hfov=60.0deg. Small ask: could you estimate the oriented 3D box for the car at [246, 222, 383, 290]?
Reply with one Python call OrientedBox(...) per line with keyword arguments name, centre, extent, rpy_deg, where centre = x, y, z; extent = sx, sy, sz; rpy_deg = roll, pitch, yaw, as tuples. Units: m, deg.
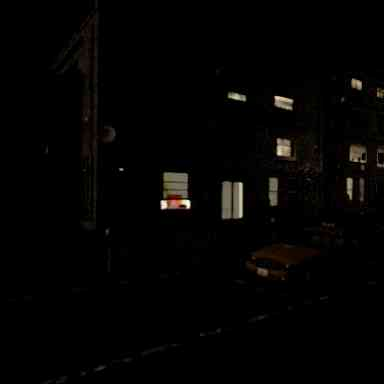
OrientedBox(name="car", centre=(3.607, 1.542, 9.116), extent=(4.829, 1.417, 1.752), rpy_deg=(0, 0, -35))
